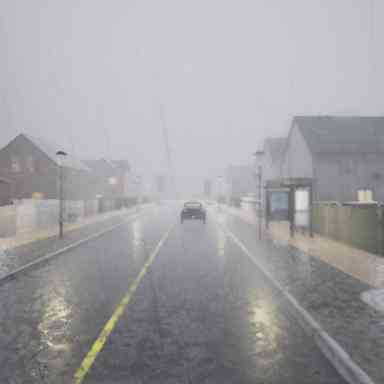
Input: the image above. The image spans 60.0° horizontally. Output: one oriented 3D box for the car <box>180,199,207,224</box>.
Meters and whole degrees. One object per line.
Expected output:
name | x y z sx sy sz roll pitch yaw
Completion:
car | 0.093 1.504 25.194 2.128 1.511 4.902 0 0 0
